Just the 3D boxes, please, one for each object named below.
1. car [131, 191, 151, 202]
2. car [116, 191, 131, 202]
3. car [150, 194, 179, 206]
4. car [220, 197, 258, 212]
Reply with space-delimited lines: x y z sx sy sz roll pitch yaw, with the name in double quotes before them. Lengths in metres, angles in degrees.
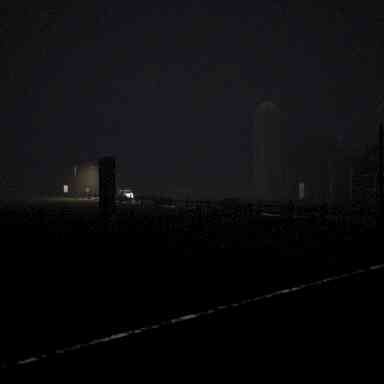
"car" -8.308 0.982 58.711 2.128 1.511 4.902 -1 1 -36
"car" -12.925 1.052 60.372 1.994 1.385 4.181 -1 1 -36
"car" -3.690 1.153 47.444 1.812 1.442 4.674 -1 1 -36
"car" 5.042 1.261 35.308 2.128 1.511 4.902 -1 1 -36
